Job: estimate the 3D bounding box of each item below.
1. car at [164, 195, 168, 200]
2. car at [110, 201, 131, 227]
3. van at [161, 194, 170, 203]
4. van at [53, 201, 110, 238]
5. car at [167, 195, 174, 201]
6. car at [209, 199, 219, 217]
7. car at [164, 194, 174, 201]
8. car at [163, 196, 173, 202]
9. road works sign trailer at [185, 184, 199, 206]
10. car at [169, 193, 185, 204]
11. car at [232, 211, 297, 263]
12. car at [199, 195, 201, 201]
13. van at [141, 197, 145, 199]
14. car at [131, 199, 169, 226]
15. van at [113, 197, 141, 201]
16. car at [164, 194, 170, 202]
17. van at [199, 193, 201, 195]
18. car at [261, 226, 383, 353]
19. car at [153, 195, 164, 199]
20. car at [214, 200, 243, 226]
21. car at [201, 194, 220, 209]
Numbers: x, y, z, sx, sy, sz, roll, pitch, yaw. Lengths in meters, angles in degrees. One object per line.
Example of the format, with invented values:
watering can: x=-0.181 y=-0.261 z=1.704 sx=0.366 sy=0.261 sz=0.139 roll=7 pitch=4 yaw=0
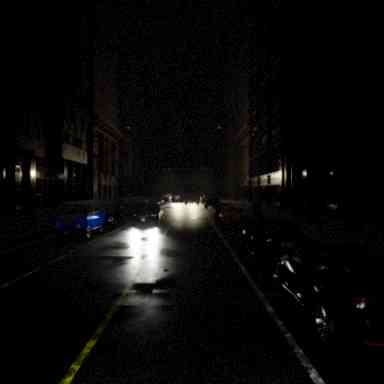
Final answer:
car: x=-5.761 y=1.601 z=56.702 sx=2.008 sy=1.369 sz=4.403 roll=0 pitch=0 yaw=0
car: x=-5.761 y=1.560 z=22.986 sx=1.887 sy=1.381 sz=4.507 roll=0 pitch=0 yaw=0
van: x=-5.761 y=1.416 z=73.552 sx=1.690 sy=1.788 sz=3.998 roll=0 pitch=0 yaw=0
van: x=-5.761 y=1.352 z=17.368 sx=1.690 sy=1.788 sz=3.998 roll=0 pitch=0 yaw=0
car: x=-5.760 y=1.626 z=90.237 sx=1.752 sy=1.417 sz=4.829 roll=0 pitch=0 yaw=0
car: x=2.764 y=1.586 z=28.613 sx=1.947 sy=1.339 sz=4.313 roll=0 pitch=0 yaw=0
car: x=-5.761 y=1.407 z=84.789 sx=2.192 sy=1.841 sz=5.009 roll=0 pitch=0 yaw=0
car: x=-5.761 y=1.634 z=79.170 sx=2.008 sy=1.369 sz=4.403 roll=0 pitch=0 yaw=0
road works sign trailer: x=0.001 y=0.513 z=55.694 sx=2.380 sy=3.560 sz=2.880 roll=0 pitch=0 yaw=0
car: x=-3.014 y=1.564 z=66.019 sx=2.128 sy=1.511 sz=4.902 roll=0 pitch=0 yaw=0
car: x=2.764 y=1.573 z=11.756 sx=1.947 sy=1.339 sz=4.313 roll=0 pitch=0 yaw=0
car: x=2.764 y=1.609 z=62.325 sx=2.008 sy=1.369 sz=4.403 roll=0 pitch=0 yaw=0
van: x=-5.761 y=1.366 z=34.224 sx=1.690 sy=1.788 sz=3.998 roll=0 pitch=0 yaw=0
car: x=-3.099 y=1.507 z=23.619 sx=2.128 sy=1.511 sz=4.902 roll=0 pitch=0 yaw=0
van: x=-5.761 y=1.361 z=28.604 sx=1.690 sy=1.788 sz=3.998 roll=0 pitch=0 yaw=0
car: x=-5.761 y=1.603 z=62.315 sx=1.887 sy=1.381 sz=4.507 roll=0 pitch=0 yaw=0
van: x=2.764 y=1.408 z=67.944 sx=1.690 sy=1.788 sz=3.998 roll=0 pitch=0 yaw=0
car: x=2.763 y=1.570 z=6.138 sx=1.947 sy=1.339 sz=4.313 roll=0 pitch=0 yaw=0
car: x=-5.761 y=1.568 z=50.908 sx=1.752 sy=1.417 sz=4.829 roll=0 pitch=0 yaw=0
car: x=2.764 y=1.541 z=23.164 sx=1.752 sy=1.417 sz=4.829 roll=0 pitch=0 yaw=0
car: x=2.764 y=1.351 z=45.470 sx=2.192 sy=1.841 sz=5.009 roll=0 pitch=0 yaw=0
